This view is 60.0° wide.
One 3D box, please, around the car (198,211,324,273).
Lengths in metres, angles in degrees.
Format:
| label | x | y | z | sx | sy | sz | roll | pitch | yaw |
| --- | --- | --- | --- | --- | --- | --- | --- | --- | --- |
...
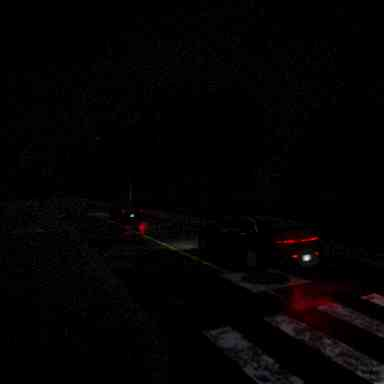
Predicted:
| label | x | y | z | sx | sy | sz | roll | pitch | yaw |
| --- | --- | --- | --- | --- | --- | --- | --- | --- | --- |
| car | 1.842 | 1.370 | 10.461 | 1.837 | 1.490 | 4.892 | -2 | 1 | -24 |

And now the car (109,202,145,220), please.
| label | x | y | z | sx | sy | sz | roll | pitch | yaw |
| --- | --- | --- | --- | --- | --- | --- | --- | --- | --- |
| car | -5.259 | 1.423 | 26.164 | 1.895 | 1.301 | 4.718 | -2 | 1 | -24 |
